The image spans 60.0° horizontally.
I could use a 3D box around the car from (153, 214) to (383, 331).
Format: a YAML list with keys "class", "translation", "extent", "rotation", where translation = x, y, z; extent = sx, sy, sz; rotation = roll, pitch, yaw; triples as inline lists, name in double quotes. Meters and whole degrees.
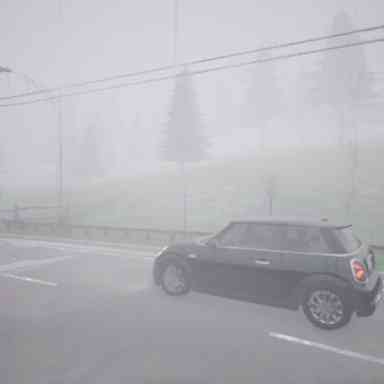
- class: "car"
  translation: [1.343, 1.298, 6.982]
  extent: [4.553, 1.767, 2.097]
  rotation: [0, 0, 34]
